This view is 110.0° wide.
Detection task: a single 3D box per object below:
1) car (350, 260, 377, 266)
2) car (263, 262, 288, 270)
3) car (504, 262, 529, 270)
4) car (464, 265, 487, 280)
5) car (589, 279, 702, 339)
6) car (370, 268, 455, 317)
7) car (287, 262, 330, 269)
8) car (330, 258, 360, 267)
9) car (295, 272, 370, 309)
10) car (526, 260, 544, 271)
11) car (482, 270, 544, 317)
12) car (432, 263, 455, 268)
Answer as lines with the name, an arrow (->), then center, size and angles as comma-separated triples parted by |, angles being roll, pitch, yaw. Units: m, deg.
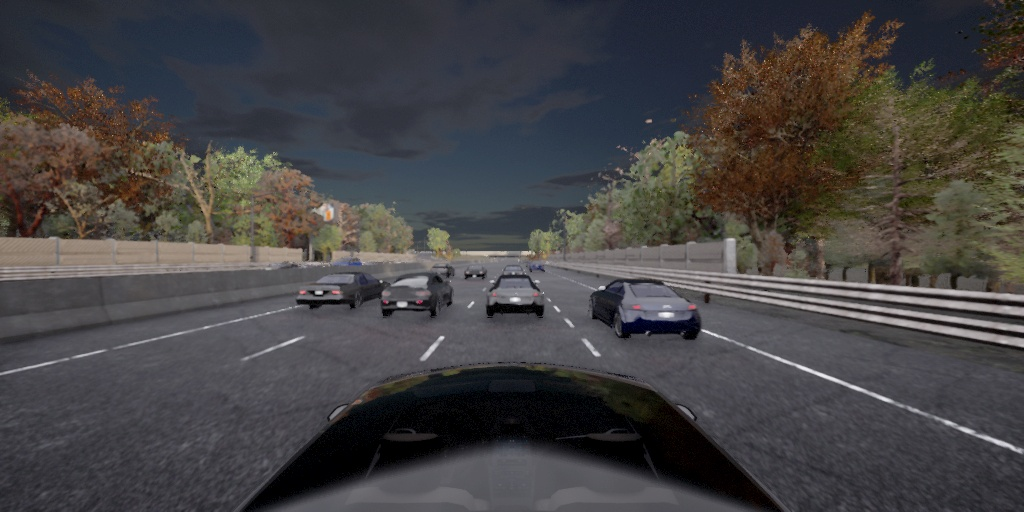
car -> -17.576, 1.551, 44.380 | 2.033, 1.411, 5.357 | 0, 0, 0
car -> -28.068, 1.491, 43.651 | 2.128, 1.511, 4.902 | 0, 0, 0
car -> 0.103, 1.464, 30.341 | 2.033, 1.411, 5.357 | 0, 0, 0
car -> -3.390, 1.544, 34.655 | 1.895, 1.301, 4.718 | 0, 0, 0
car -> 3.544, 1.343, 10.293 | 1.994, 1.385, 4.181 | 0, 0, -1
car -> -3.396, 1.341, 13.379 | 1.812, 1.442, 4.674 | 0, 0, 0
car -> -24.575, 1.599, 43.579 | 1.895, 1.301, 4.718 | 0, 0, 0
car -> -21.068, 1.235, 45.556 | 2.150, 2.045, 5.566 | 0, -1, 0
car -> -6.900, 1.375, 15.328 | 2.033, 1.411, 5.357 | 0, 0, 0
car -> 3.512, 1.386, 52.893 | 2.097, 1.767, 4.553 | 0, 0, 0
car -> 0.103, 1.380, 13.493 | 1.994, 1.385, 4.181 | 0, 0, 0
car -> -6.889, 1.443, 36.026 | 2.128, 1.511, 4.902 | 0, 0, 0
